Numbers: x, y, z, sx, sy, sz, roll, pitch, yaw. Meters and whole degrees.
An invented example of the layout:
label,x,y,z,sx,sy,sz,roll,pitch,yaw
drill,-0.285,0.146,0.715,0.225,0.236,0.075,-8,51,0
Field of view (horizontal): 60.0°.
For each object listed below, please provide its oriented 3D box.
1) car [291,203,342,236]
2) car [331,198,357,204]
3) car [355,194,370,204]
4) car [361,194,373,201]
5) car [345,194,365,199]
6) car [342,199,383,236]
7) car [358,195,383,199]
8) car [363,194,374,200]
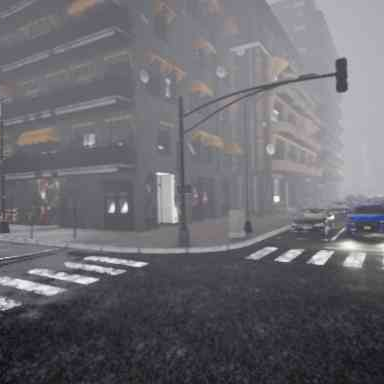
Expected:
label,x,y,z,sx,sy,sz,roll,pitch,yaw
car,6.537,1.509,17.831,2.008,1.369,4.403,-2,0,30
car,12.097,1.435,27.399,2.008,1.369,4.403,-2,-1,30
car,28.774,1.117,56.100,1.967,1.590,4.097,-2,-1,30
car,37.116,1.133,70.449,2.008,1.369,4.403,-2,-1,30
car,17.654,1.254,36.966,1.967,1.590,4.097,-2,-1,30
car,9.354,1.359,17.535,1.882,1.535,5.008,-2,0,30
car,15.963,1.286,28.893,2.128,1.511,4.902,-2,-1,30
car,39.896,1.103,75.233,2.008,1.369,4.403,-2,-1,30
